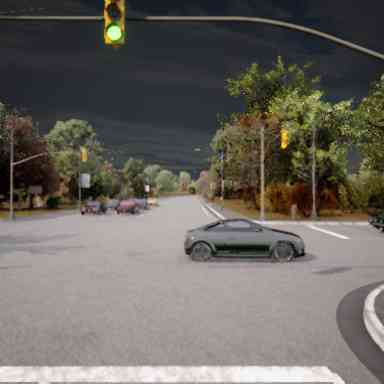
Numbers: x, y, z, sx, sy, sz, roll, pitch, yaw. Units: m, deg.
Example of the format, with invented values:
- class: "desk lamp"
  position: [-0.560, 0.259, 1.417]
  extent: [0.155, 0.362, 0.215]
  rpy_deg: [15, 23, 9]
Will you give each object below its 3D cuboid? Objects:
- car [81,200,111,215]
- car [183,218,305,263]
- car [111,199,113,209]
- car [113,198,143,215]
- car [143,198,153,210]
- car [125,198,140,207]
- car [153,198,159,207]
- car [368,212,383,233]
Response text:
- class: "car"
  position: [-10.610, 1.766, 36.286]
  extent: [1.994, 1.385, 4.181]
  rpy_deg: [0, 0, 0]
- class: "car"
  position: [1.765, 1.630, 11.753]
  extent: [4.181, 1.385, 1.994]
  rpy_deg: [0, 0, 3]
- class: "car"
  position: [-10.605, 1.756, 45.101]
  extent: [1.837, 1.490, 4.892]
  rpy_deg: [0, 0, 0]
- class: "car"
  position: [-7.109, 1.686, 37.391]
  extent: [1.882, 1.535, 5.008]
  rpy_deg: [0, 0, 0]
- class: "car"
  position: [-7.102, 1.765, 46.799]
  extent: [1.837, 1.490, 4.892]
  rpy_deg: [0, 0, 0]
- class: "car"
  position: [-10.550, 1.831, 59.163]
  extent: [1.837, 1.490, 4.892]
  rpy_deg: [0, 0, 1]
- class: "car"
  position: [-7.043, 1.804, 58.768]
  extent: [1.882, 1.535, 5.008]
  rpy_deg: [0, 0, 0]
- class: "car"
  position: [12.620, 1.702, 18.236]
  extent: [4.718, 1.301, 1.895]
  rpy_deg: [0, 0, 3]
